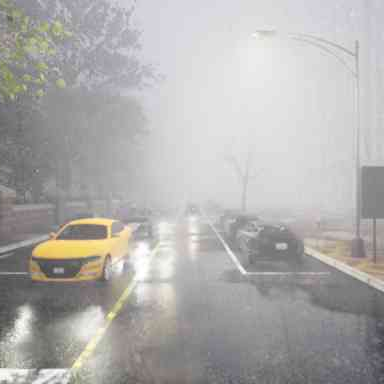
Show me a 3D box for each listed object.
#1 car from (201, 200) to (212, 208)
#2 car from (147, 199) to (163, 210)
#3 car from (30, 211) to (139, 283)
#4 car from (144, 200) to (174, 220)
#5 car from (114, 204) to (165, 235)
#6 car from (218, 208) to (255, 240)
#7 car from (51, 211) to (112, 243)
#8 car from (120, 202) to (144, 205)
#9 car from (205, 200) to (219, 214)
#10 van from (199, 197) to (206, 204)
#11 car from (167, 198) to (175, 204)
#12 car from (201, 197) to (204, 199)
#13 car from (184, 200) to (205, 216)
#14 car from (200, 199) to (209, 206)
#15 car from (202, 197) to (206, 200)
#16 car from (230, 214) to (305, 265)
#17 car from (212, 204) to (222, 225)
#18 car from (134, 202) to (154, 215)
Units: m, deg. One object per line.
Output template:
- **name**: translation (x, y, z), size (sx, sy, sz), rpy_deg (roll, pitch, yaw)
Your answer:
- **car**: translation (2.691, 2.193, 62.748), size (2.008, 1.369, 4.403), rpy_deg (0, -1, 0)
- **car**: translation (-5.688, 1.962, 51.486), size (1.967, 1.590, 4.097), rpy_deg (0, -1, 0)
- **car**: translation (-3.092, 1.578, 10.231), size (1.882, 1.535, 5.008), rpy_deg (0, -1, 0)
- **car**: translation (-3.067, 1.805, 31.463), size (2.128, 1.511, 4.902), rpy_deg (0, -1, 0)
- **car**: translation (-3.087, 1.689, 20.103), size (2.128, 1.511, 4.902), rpy_deg (0, -1, 0)
- **car**: translation (2.691, 1.739, 17.692), size (1.947, 1.339, 4.313), rpy_deg (0, -1, 0)
- **car**: translation (-5.690, 1.756, 17.692), size (1.802, 1.307, 4.206), rpy_deg (0, -1, 0)
- **car**: translation (-5.689, 1.727, 28.958), size (1.967, 1.590, 4.097), rpy_deg (0, -1, 0)
- **car**: translation (2.692, 1.947, 40.222), size (1.887, 1.381, 4.507), rpy_deg (0, -1, 0)
- **van**: translation (2.692, 2.234, 85.280), size (1.690, 1.788, 3.998), rpy_deg (0, -1, 0)
- **car**: translation (-5.689, 2.482, 90.739), size (1.752, 1.417, 4.829), rpy_deg (0, -1, 0)
- **car**: translation (2.692, 1.962, 51.486), size (1.967, 1.590, 4.097), rpy_deg (0, -1, 0)
- **car**: translation (0.102, 1.922, 37.534), size (2.033, 1.411, 5.357), rpy_deg (0, -1, -1)
- **car**: translation (2.692, 2.348, 74.012), size (1.802, 1.307, 4.206), rpy_deg (0, -1, 0)
- **car**: translation (2.692, 1.902, 45.854), size (1.967, 1.590, 4.097), rpy_deg (0, -1, 0)
- **car**: translation (2.690, 1.684, 12.060), size (1.947, 1.339, 4.313), rpy_deg (0, -1, 0)
- **car**: translation (2.691, 1.796, 23.325), size (1.947, 1.339, 4.313), rpy_deg (0, -1, 0)
- **car**: translation (-5.689, 1.926, 40.052), size (1.752, 1.417, 4.829), rpy_deg (0, -1, 0)
